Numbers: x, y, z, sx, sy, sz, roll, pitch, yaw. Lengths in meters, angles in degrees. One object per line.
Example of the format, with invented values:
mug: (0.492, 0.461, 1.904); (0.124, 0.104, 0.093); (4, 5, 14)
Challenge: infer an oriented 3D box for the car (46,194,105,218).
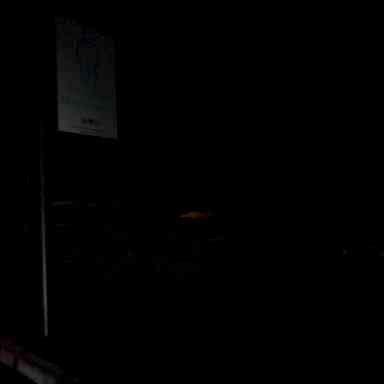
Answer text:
car: (-10.122, 1.211, 29.844); (2.435, 2.045, 5.566); (0, 0, 35)

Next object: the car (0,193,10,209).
car: (-25.928, 1.133, 41.152); (2.435, 2.045, 5.566); (1, 0, 35)

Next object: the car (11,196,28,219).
car: (-14.634, 1.454, 33.081); (2.097, 1.535, 5.008); (0, 0, 35)

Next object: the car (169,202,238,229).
car: (1.098, 1.474, 21.675); (1.946, 1.575, 5.366); (0, 0, 35)

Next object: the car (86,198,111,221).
car: (-5.577, 1.468, 26.655); (2.097, 1.535, 5.008); (0, 0, 35)

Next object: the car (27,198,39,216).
car: (-12.370, 1.461, 31.471); (2.231, 1.521, 4.892); (0, 0, 35)

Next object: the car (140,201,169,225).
car: (-1.040, 1.504, 23.458); (2.163, 1.488, 4.792); (0, 0, 35)

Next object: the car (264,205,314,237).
car: (5.714, 1.512, 18.586); (2.163, 1.488, 4.792); (0, 0, 35)

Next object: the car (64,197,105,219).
car: (-7.840, 1.465, 28.264); (2.097, 1.535, 5.008); (0, 0, 35)

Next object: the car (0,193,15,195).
car: (-23.698, 1.152, 39.497); (2.435, 2.045, 5.566); (0, 0, 35)

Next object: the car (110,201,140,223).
car: (-3.314, 1.472, 25.048); (2.231, 1.521, 4.892); (0, 0, 35)

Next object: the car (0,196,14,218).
car: (-16.787, 1.443, 34.845); (1.946, 1.575, 5.366); (0, 0, 35)
